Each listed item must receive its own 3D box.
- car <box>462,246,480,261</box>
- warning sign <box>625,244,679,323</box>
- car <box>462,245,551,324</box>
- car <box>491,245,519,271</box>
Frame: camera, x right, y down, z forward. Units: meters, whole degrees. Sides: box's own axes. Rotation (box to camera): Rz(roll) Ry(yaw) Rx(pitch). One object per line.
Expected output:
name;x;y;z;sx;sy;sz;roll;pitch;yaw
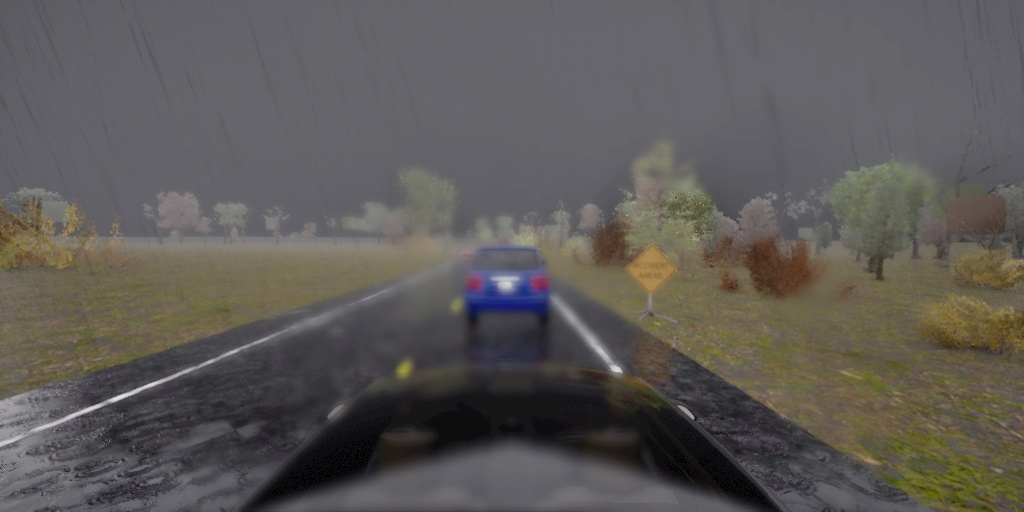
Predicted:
car;-5.335;-0.355;46.906;2.097;1.767;4.553;0;2;-4
warning sign;3.495;0.635;9.054;1.300;1.860;1.060;0;0;-1
car;-0.060;0.687;10.851;2.150;2.045;5.566;0;2;1
car;-0.648;0.060;30.446;2.150;2.045;5.566;0;2;-2
